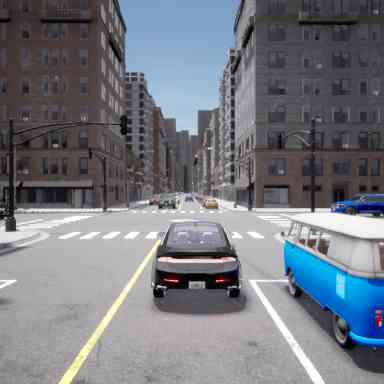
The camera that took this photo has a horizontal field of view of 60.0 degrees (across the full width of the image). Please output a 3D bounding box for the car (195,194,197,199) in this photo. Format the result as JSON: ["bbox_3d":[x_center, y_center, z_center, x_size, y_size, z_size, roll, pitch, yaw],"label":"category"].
[{"bbox_3d":[2.282,1.522,72.802,2.008,1.369,4.403,0,0,-1],"label":"car"}]

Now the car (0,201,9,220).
[{"bbox_3d":[-16.570,1.580,25.560,4.718,1.301,1.895,0,0,-1],"label":"car"}]

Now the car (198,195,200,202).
[{"bbox_3d":[2.506,1.536,56.226,2.008,1.369,4.403,0,0,-1],"label":"car"}]

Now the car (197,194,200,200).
[{"bbox_3d":[2.431,1.547,61.752,1.947,1.339,4.313,0,0,-1],"label":"car"}]

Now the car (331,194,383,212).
[{"bbox_3d":[15.290,1.213,29.378,5.566,2.045,2.150,0,0,-1],"label":"car"}]

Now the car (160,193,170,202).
[{"bbox_3d":[-6.318,1.281,78.213,2.192,1.841,5.009,0,0,-1],"label":"car"}]

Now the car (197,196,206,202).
[{"bbox_3d":[2.207,1.547,78.328,1.802,1.307,4.206,0,0,-1],"label":"car"}]

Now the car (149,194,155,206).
[{"bbox_3d":[-6.019,1.300,56.111,2.192,1.841,5.009,0,0,-1],"label":"car"}]

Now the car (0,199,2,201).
[{"bbox_3d":[-20.513,1.301,32.205,4.553,1.767,2.097,0,0,-1],"label":"car"}]

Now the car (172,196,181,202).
[{"bbox_3d":[-3.642,1.560,77.696,1.895,1.301,4.718,0,0,-1],"label":"car"}]

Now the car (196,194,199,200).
[{"bbox_3d":[2.356,1.521,67.278,1.887,1.381,4.507,0,0,-1],"label":"car"}]

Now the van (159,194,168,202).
[{"bbox_3d":[-6.244,1.313,72.687,1.690,1.788,3.998,0,0,-1],"label":"van"}]

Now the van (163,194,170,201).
[{"bbox_3d":[-6.391,1.300,83.737,1.690,1.788,3.998,0,0,-1],"label":"van"}]

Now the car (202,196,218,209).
[{"bbox_3d":[2.654,1.516,45.345,1.752,1.417,4.829,0,0,-1],"label":"car"}]

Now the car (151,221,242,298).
[{"bbox_3d":[0.093,1.491,8.517,2.128,1.511,4.902,0,0,0],"label":"car"}]

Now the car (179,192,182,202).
[{"bbox_3d":[-3.493,1.204,62.051,2.150,2.045,5.566,0,0,0],"label":"car"}]

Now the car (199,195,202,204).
[{"bbox_3d":[2.581,1.429,50.700,1.967,1.590,4.097,0,0,-1],"label":"car"}]

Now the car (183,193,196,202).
[{"bbox_3d":[-0.615,1.493,76.044,1.812,1.442,4.674,0,0,-1],"label":"car"}]

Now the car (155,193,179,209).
[{"bbox_3d":[-3.292,1.213,44.638,2.150,2.045,5.566,0,0,-1],"label":"car"}]

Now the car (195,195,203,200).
[{"bbox_3d":[1.982,1.495,94.904,2.008,1.369,4.403,0,0,-1],"label":"car"}]

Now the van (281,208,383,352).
[{"bbox_3d":[2.855,1.341,5.986,1.690,1.788,3.998,0,0,0],"label":"van"}]

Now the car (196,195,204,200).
[{"bbox_3d":[2.057,1.502,89.379,2.008,1.369,4.403,0,0,-1],"label":"car"}]
